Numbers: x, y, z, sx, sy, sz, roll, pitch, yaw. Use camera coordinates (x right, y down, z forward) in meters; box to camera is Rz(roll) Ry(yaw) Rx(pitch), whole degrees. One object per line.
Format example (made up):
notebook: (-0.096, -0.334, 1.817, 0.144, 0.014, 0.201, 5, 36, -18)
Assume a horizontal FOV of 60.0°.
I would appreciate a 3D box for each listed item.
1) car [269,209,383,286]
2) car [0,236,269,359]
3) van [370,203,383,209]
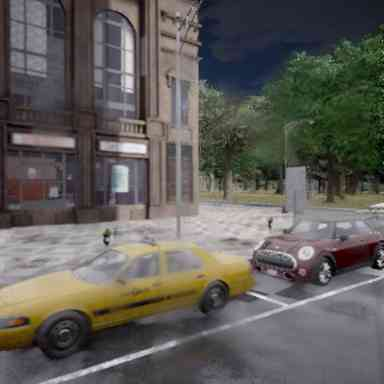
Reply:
car: (3.562, 1.405, 9.190, 4.097, 1.590, 1.967, 0, 0, -35)
car: (-1.003, 1.514, 5.934, 4.829, 1.417, 1.752, 0, 0, -35)
van: (7.989, 1.283, 12.347, 3.998, 1.788, 1.690, 0, 0, -35)
